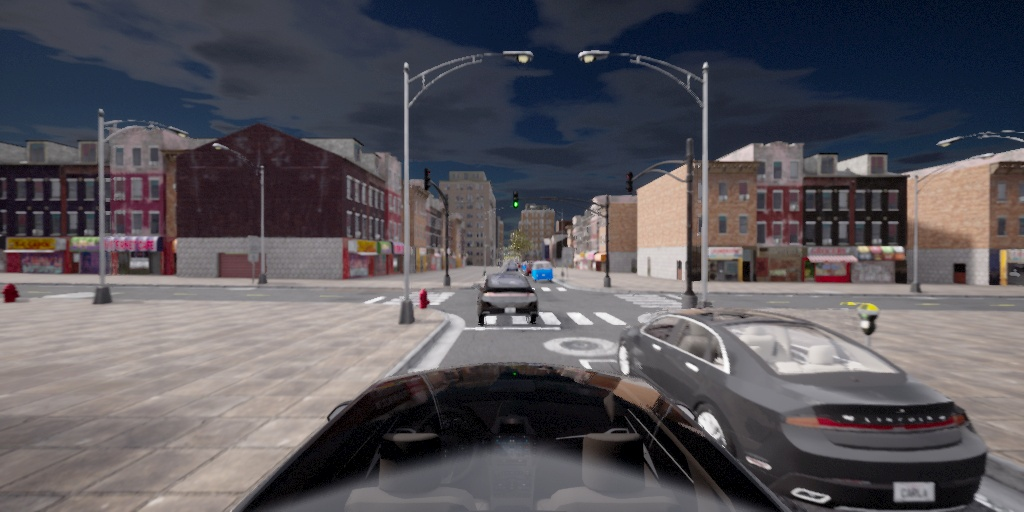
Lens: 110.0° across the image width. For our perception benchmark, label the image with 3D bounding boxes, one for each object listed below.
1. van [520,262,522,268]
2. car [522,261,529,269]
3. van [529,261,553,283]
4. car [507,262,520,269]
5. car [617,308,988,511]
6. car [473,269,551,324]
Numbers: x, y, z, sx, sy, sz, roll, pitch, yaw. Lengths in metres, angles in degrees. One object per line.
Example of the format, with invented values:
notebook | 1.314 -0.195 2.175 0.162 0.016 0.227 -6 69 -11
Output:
van | 2.653 1.736 57.925 1.690 1.789 3.998 0 0 0
car | 2.649 1.486 42.058 2.192 1.841 5.009 0 0 0
van | 2.646 1.383 31.477 1.690 1.789 3.998 0 0 0
car | 0.072 2.027 62.329 1.994 1.385 4.181 0 -1 0
car | 2.638 1.324 4.523 2.007 1.370 4.403 0 0 0
car | -0.296 1.350 12.410 2.128 1.511 4.902 1 -1 -6
